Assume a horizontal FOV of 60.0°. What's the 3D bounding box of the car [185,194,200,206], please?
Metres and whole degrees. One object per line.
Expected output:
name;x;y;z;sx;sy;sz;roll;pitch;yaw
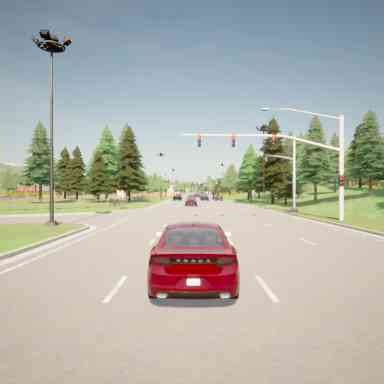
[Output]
car;-0.147;1.525;53.098;1.812;1.442;4.674;0;0;0

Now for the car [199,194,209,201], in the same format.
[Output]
car;3.266;1.516;84.138;1.812;1.442;4.674;0;0;0

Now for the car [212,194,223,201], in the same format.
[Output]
car;6.767;1.516;83.731;2.128;1.511;4.902;0;0;0

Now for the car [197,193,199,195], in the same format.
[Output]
car;3.238;1.357;94.141;2.128;1.511;4.902;0;0;0

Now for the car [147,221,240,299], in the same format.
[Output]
car;0.040;1.478;8.496;1.882;1.535;5.008;0;0;0

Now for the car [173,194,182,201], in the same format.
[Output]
car;-3.733;1.469;83.702;1.882;1.535;5.008;0;0;0

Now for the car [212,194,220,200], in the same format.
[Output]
car;6.738;1.371;94.151;2.033;1.411;5.357;0;0;0

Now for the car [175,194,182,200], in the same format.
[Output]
car;-3.762;1.309;94.121;1.882;1.535;5.008;0;0;0
